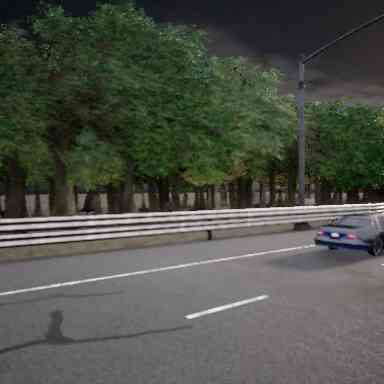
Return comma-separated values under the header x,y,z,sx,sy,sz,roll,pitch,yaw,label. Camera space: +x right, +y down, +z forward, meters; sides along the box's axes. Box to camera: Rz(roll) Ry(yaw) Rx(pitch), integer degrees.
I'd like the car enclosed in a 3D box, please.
x,y,z,sx,sy,sz,roll,pitch,yaw,label
7.031,1.544,13.062,5.357,1.411,2.033,0,0,-36,car
